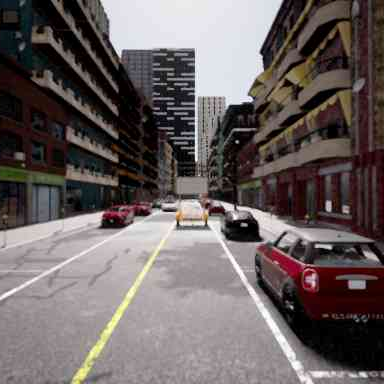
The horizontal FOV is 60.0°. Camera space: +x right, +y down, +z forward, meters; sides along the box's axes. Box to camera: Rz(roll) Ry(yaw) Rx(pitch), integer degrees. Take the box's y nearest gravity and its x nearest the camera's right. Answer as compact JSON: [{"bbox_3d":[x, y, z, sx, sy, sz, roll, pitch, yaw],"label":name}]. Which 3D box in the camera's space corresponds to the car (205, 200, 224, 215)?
[{"bbox_3d":[2.575,1.783,35.575,1.802,1.307,4.206,1,0,0],"label":"car"}]

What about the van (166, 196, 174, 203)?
[{"bbox_3d":[-5.300,1.839,81.084,1.690,1.788,3.998,1,0,0],"label":"van"}]

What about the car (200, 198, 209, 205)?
[{"bbox_3d":[2.578,1.945,69.884,1.752,1.417,4.829,0,0,0],"label":"car"}]

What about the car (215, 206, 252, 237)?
[{"bbox_3d":[2.574,1.667,18.508,1.947,1.339,4.313,1,0,0],"label":"car"}]

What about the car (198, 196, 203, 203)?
[{"bbox_3d":[2.577,1.889,58.335,1.887,1.381,4.507,1,0,0],"label":"car"}]

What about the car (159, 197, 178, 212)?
[{"bbox_3d":[-2.838,1.771,42.792,1.812,1.442,4.674,0,0,0],"label":"car"}]

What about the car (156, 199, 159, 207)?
[{"bbox_3d":[-5.303,1.858,52.634,2.008,1.369,4.403,1,0,0],"label":"car"}]

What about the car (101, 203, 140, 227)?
[{"bbox_3d":[-5.305,1.678,24.186,1.887,1.381,4.507,1,0,0],"label":"car"}]

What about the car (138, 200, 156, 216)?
[{"bbox_3d":[-5.304,1.746,35.565,1.887,1.381,4.507,1,0,0],"label":"car"}]

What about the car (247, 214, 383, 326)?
[{"bbox_3d":[2.575,1.479,7.129,1.967,1.590,4.097,1,0,0],"label":"car"}]

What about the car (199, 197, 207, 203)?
[{"bbox_3d":[2.579,2.024,81.262,1.752,1.417,4.829,0,0,0],"label":"car"}]

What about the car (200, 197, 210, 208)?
[{"bbox_3d":[2.577,1.890,52.645,1.802,1.307,4.206,1,0,0],"label":"car"}]

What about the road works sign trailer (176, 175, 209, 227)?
[{"bbox_3d":[0.003,0.598,24.193,2.380,3.560,2.880,0,0,0],"label":"road works sign trailer"}]

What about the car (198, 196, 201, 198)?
[{"bbox_3d":[2.578,1.926,64.024,1.887,1.381,4.507,1,0,0],"label":"car"}]
